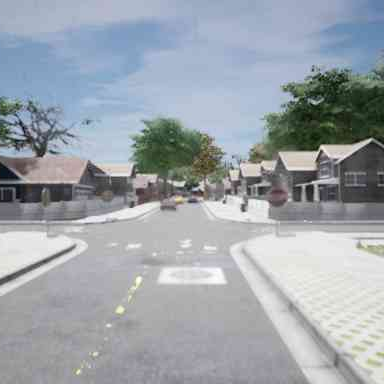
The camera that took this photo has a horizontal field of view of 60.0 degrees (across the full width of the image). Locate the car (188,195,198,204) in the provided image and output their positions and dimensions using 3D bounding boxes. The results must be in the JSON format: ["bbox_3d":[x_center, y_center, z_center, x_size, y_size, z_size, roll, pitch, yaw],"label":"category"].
[{"bbox_3d":[0.151,1.445,62.674,2.033,1.411,5.357,0,0,0],"label":"car"}]

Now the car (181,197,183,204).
[{"bbox_3d":[-2.626,1.380,58.894,1.882,1.535,5.008,0,0,1],"label":"car"}]

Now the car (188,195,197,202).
[{"bbox_3d":[0.177,1.378,73.128,1.895,1.301,4.718,0,0,0],"label":"car"}]

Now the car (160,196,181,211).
[{"bbox_3d":[-2.742,1.481,39.583,2.033,1.411,5.357,0,0,0],"label":"car"}]
